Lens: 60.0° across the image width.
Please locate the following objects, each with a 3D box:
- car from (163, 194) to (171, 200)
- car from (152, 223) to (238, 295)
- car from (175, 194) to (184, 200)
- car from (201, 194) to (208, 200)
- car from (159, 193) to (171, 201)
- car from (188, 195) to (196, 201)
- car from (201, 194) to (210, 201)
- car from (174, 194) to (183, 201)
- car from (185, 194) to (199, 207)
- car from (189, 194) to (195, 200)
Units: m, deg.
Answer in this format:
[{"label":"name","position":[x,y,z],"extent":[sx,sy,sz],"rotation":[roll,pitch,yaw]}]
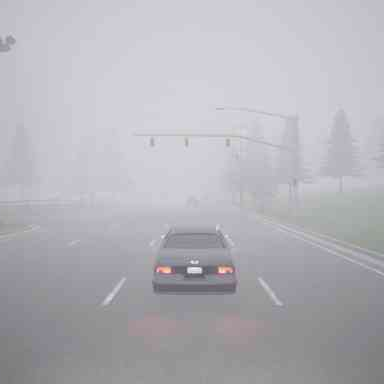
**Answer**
[{"label":"car","position":[-6.998,1.385,93.991],"extent":[1.994,1.385,4.181],"rotation":[0,0,0]},{"label":"car","position":[0.067,1.547,8.888],"extent":[2.033,1.411,5.357],"rotation":[0,0,0]},{"label":"car","position":[-3.498,1.357,93.990],"extent":[2.128,1.511,4.902],"rotation":[0,0,0]},{"label":"car","position":[3.502,1.310,93.990],"extent":[1.882,1.535,5.008],"rotation":[0,0,0]},{"label":"car","position":[-6.998,1.217,83.601],"extent":[2.150,2.045,5.566],"rotation":[0,0,0]},{"label":"car","position":[0.002,1.531,83.570],"extent":[2.033,1.411,5.357],"rotation":[0,0,0]},{"label":"car","position":[3.502,1.492,83.570],"extent":[1.837,1.490,4.892],"rotation":[0,0,0]},{"label":"car","position":[-3.498,1.516,83.987],"extent":[1.812,1.442,4.674],"rotation":[0,0,0]},{"label":"car","position":[-0.001,1.352,52.927],"extent":[2.097,1.767,4.553],"rotation":[0,0,0]},{"label":"car","position":[0.002,1.310,93.990],"extent":[1.882,1.535,5.008],"rotation":[0,0,0]}]
